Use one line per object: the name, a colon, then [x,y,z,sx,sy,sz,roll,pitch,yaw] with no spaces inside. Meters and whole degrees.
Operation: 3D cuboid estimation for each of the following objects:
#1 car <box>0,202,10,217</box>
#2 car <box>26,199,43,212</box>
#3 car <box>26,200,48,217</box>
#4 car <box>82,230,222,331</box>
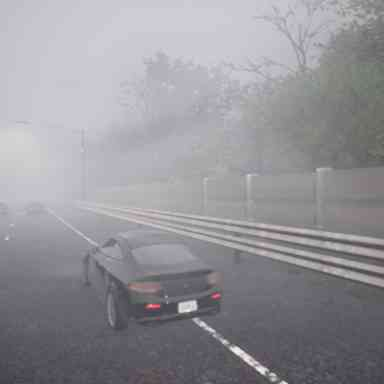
car: [-19.225,1.714,33.009,2.033,1.411,5.357,0,0,-26]
car: [-20.373,1.716,42.964,1.812,1.442,4.674,0,0,-26]
car: [-15.647,1.689,33.634,2.033,1.411,5.357,0,0,-26]
car: [-1.091,1.539,6.980,1.812,1.442,4.674,0,0,-26]
